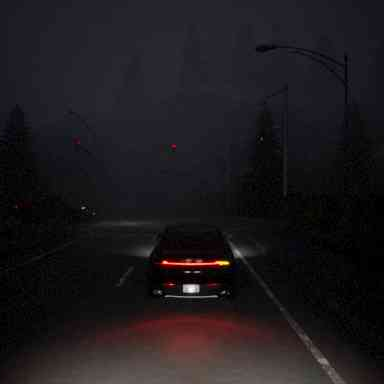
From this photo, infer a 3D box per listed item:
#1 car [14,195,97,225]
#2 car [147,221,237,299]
[{"bbox_3d":[-9.795,1.223,23.962,5.566,2.045,2.150,0,0,3],"label":"car"},{"bbox_3d":[0.026,1.505,8.458,1.837,1.490,4.892,0,0,1],"label":"car"}]
